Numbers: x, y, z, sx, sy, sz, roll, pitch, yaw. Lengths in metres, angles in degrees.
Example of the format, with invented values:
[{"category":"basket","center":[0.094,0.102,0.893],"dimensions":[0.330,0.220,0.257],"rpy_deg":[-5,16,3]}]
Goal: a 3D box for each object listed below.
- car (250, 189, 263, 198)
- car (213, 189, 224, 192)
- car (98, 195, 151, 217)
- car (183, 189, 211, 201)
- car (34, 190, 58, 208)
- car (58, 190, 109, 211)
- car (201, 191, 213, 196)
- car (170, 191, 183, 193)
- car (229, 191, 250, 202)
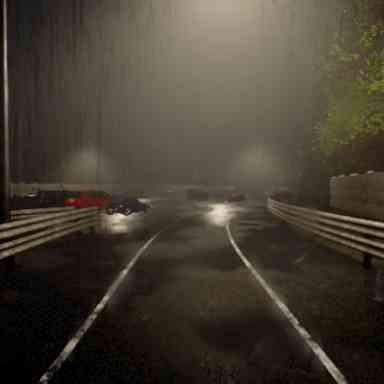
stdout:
[{"category":"car","center":[14.823,0.221,77.045],"dimensions":[2.150,2.045,5.566],"rpy_deg":[0,1,26]},{"category":"car","center":[7.511,0.077,93.942],"dimensions":[2.150,2.045,5.566],"rpy_deg":[0,1,26]},{"category":"car","center":[-5.307,1.193,27.797],"dimensions":[1.812,1.442,4.674],"rpy_deg":[1,1,26]},{"category":"car","center":[1.067,0.514,56.924],"dimensions":[2.150,2.045,5.566],"rpy_deg":[0,1,26]},{"category":"car","center":[-11.717,0.869,30.655],"dimensions":[2.150,2.045,5.566],"rpy_deg":[0,1,26]},{"category":"car","center":[-8.521,0.866,29.223],"dimensions":[2.150,2.045,5.566],"rpy_deg":[0,1,26]},{"category":"car","center":[4.383,0.377,95.512],"dimensions":[1.812,1.442,4.674],"rpy_deg":[0,1,26]},{"category":"car","center":[-2.583,0.574,81.292],"dimensions":[2.128,1.511,4.902],"rpy_deg":[0,1,26]},{"category":"car","center":[7.441,0.850,54.019],"dimensions":[1.994,1.385,4.181],"rpy_deg":[0,1,26]}]
